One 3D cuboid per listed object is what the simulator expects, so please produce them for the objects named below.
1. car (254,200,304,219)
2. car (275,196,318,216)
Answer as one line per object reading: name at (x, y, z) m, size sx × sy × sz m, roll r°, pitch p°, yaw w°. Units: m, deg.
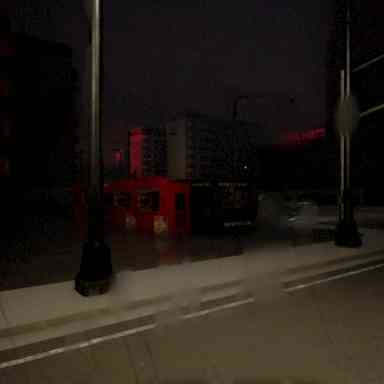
car at (7.802, 1.708, 30.893) m, size 1.994 × 1.385 × 4.181 m, roll 0°, pitch -1°, yaw -36°
car at (9.980, 1.378, 33.867) m, size 2.150 × 2.045 × 5.566 m, roll 0°, pitch -1°, yaw -36°
